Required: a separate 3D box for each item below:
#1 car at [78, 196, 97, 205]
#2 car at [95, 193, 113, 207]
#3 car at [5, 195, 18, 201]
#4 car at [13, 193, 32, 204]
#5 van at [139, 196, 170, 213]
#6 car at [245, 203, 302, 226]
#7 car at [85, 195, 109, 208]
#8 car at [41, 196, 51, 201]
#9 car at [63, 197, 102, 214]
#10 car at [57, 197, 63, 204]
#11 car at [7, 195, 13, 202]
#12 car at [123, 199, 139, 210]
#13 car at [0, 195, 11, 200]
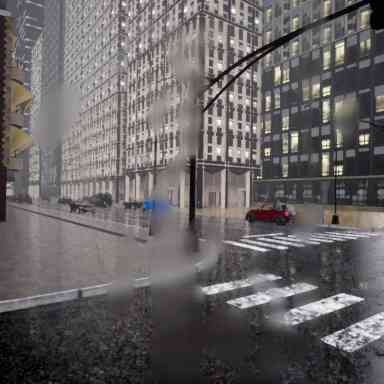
[{"bbox_3d":[-18.498,1.526,58.843,1.837,1.490,4.892,1,-1,-35],"label":"car"},{"bbox_3d":[-14.490,1.255,53.140,2.150,2.045,5.566,1,-1,-35],"label":"car"},{"bbox_3d":[-40.338,1.378,74.339,2.008,1.369,4.403,1,-1,-35],"label":"car"},{"bbox_3d":[-30.523,1.155,60.525,2.192,1.841,5.009,1,-1,-35],"label":"car"},{"bbox_3d":[-4.068,1.382,37.743,1.690,1.788,3.998,1,-1,-35],"label":"van"},{"bbox_3d":[5.743,1.505,23.926,1.967,1.590,4.097,1,-1,-35],"label":"car"},{"bbox_3d":[-14.185,1.520,47.524,2.033,1.411,5.357,1,-1,-36],"label":"car"},{"bbox_3d":[-36.778,1.571,83.795,1.802,1.307,4.206,1,-1,-35],"label":"car"},{"bbox_3d":[-10.903,1.427,32.890,2.008,1.369,4.403,1,-1,-35],"label":"car"},{"bbox_3d":[-22.598,1.522,59.346,1.994,1.385,4.181,1,-1,-35],"label":"car"},{"bbox_3d":[-37.068,1.397,69.733,1.947,1.339,4.313,1,-1,-35],"label":"car"},{"bbox_3d":[-7.342,1.584,42.347,2.008,1.369,4.403,1,-1,-35],"label":"car"},{"bbox_3d":[-46.783,1.366,83.413,1.752,1.417,4.829,1,-1,-35],"label":"car"}]
